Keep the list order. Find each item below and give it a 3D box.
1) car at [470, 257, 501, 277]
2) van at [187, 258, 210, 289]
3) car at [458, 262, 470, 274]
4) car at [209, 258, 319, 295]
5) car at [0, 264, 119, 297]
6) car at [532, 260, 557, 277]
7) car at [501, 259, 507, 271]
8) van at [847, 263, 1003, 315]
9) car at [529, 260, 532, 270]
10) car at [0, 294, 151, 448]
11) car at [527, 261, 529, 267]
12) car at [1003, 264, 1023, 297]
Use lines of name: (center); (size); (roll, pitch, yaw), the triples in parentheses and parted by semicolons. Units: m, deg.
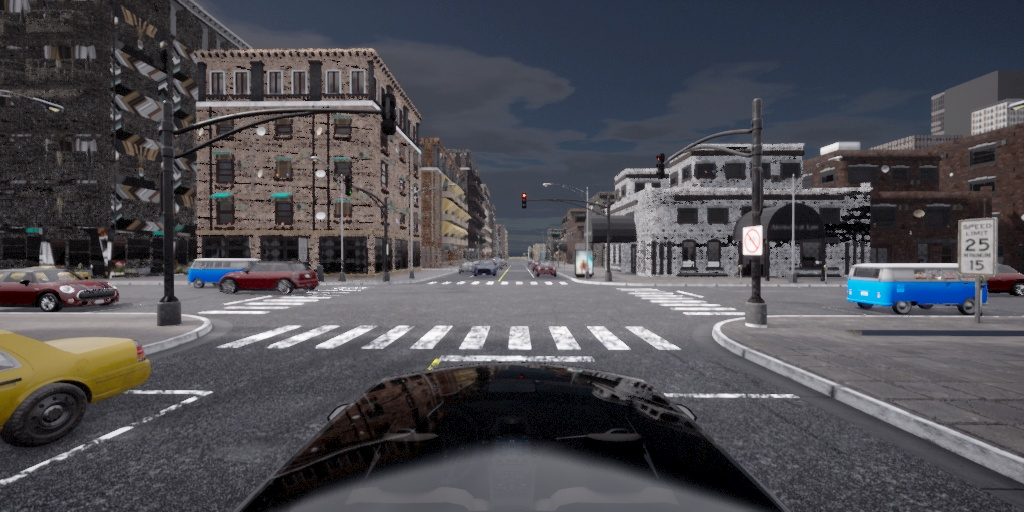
car: (-2.533, 1.106, 35.195); (2.097, 1.767, 4.553); (0, 0, 1)
van: (-17.429, 1.029, 21.907); (3.998, 1.789, 1.690); (0, 0, 1)
car: (-5.029, 1.308, 40.945); (2.007, 1.370, 4.403); (0, 0, 1)
car: (-12.914, 1.068, 19.102); (4.553, 1.767, 2.097); (0, 1, 5)
car: (-17.528, 1.190, 13.527); (4.097, 1.591, 1.967); (0, 0, 1)
car: (3.254, 1.193, 35.119); (1.967, 1.591, 4.097); (0, 0, 1)
car: (-2.259, 1.258, 50.987); (2.128, 1.511, 4.902); (0, 0, 1)
van: (14.849, 1.155, 13.218); (3.998, 1.789, 1.690); (0, 0, 1)
car: (3.447, 1.344, 46.511); (1.802, 1.307, 4.207); (0, 0, 1)
car: (-5.680, 1.275, 2.629); (1.751, 1.417, 4.829); (0, 0, 1)
car: (3.544, 1.318, 52.207); (2.007, 1.370, 4.403); (0, 0, 1)
car: (23.813, 1.148, 18.914); (4.553, 1.767, 2.097); (0, 0, 1)
